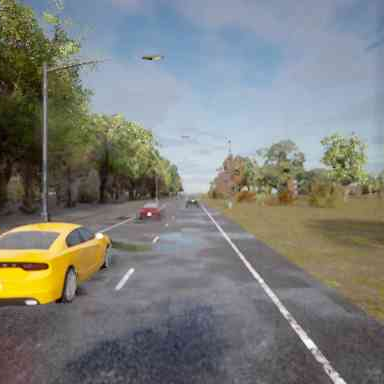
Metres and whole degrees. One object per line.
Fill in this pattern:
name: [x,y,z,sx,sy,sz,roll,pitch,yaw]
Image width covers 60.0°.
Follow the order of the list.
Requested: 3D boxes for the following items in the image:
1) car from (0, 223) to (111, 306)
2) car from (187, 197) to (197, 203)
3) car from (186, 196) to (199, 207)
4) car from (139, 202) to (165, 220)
car: [-3.398,1.500,8.205,1.882,1.535,5.008,0,0,0]
car: [0.026,1.759,72.983,1.994,1.385,4.181,0,0,0]
car: [0.118,1.505,54.754,2.097,1.767,4.553,0,0,0]
car: [-3.392,1.605,28.784,1.812,1.442,4.674,0,0,0]
